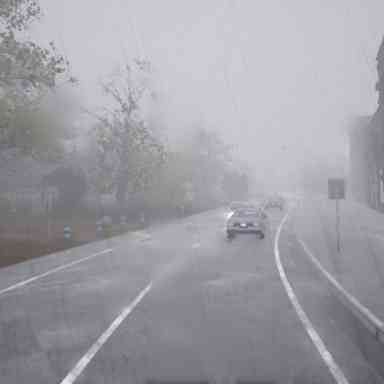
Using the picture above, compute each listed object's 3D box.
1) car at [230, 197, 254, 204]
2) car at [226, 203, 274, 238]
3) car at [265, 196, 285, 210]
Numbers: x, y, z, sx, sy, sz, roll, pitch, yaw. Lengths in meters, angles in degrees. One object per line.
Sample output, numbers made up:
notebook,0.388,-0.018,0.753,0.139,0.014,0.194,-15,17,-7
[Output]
car,5.459,1.257,36.277,1.895,1.301,4.718,-1,1,19
car,3.081,1.544,17.850,2.033,1.411,5.357,-1,0,16
car,8.947,1.110,35.861,2.033,1.411,5.357,-1,1,19
